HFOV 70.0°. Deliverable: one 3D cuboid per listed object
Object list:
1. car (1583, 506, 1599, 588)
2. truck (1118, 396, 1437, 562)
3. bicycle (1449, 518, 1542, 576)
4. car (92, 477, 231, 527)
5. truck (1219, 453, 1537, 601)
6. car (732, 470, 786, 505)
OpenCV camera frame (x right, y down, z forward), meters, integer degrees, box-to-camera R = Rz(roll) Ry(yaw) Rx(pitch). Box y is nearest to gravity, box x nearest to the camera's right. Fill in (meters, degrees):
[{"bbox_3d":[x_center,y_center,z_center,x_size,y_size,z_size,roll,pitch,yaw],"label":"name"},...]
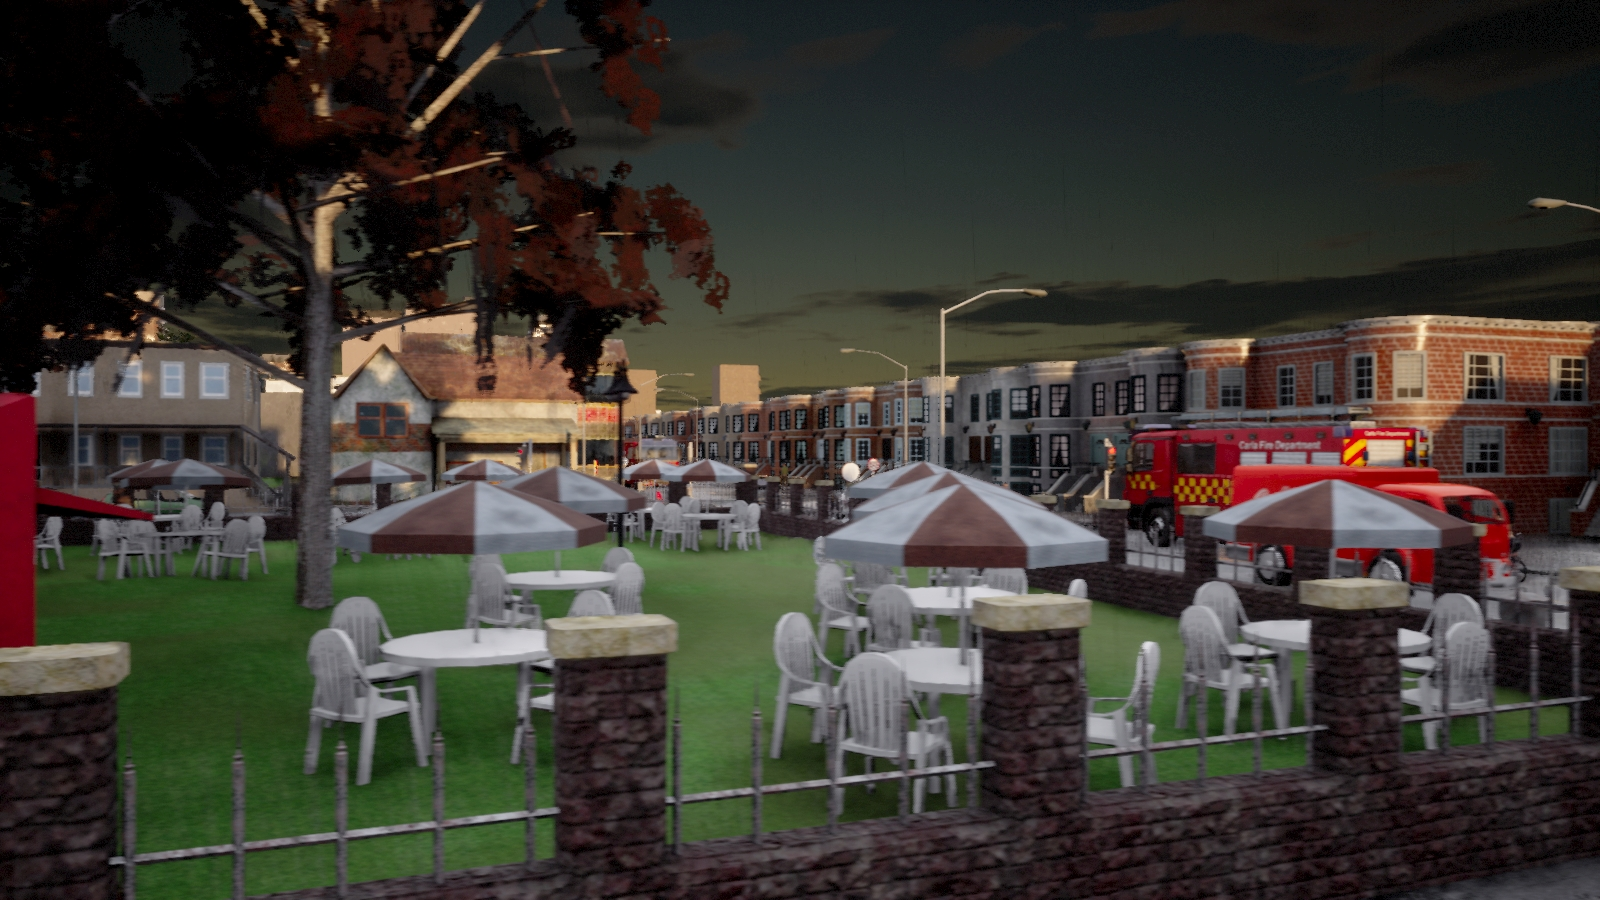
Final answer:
[{"bbox_3d":[16.249,1.818,20.155,1.845,1.501,3.633,0,0,-21],"label":"car"},{"bbox_3d":[12.408,0.670,30.829,2.891,3.827,8.468,0,0,-21],"label":"truck"},{"bbox_3d":[14.764,2.036,24.290,0.859,1.080,1.487,0,0,-20],"label":"bicycle"},{"bbox_3d":[-22.089,1.778,39.701,3.988,1.617,1.851,0,0,-20],"label":"car"},{"bbox_3d":[11.159,1.337,22.607,2.627,2.467,5.204,0,1,-20],"label":"truck"},{"bbox_3d":[-2.066,1.815,56.275,2.038,1.542,4.974,0,0,-9],"label":"car"}]
